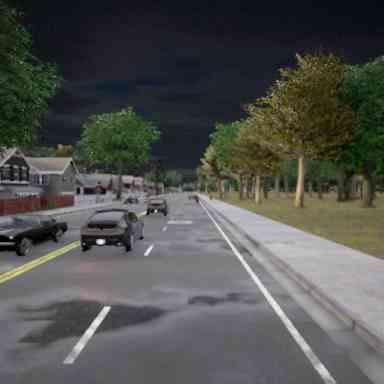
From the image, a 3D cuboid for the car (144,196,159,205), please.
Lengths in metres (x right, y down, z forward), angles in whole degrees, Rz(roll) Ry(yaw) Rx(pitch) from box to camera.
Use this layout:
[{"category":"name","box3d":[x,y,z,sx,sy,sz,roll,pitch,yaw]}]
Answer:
[{"category":"car","box3d":[-6.564,1.344,53.952,1.812,1.442,4.674,0,0,0]}]

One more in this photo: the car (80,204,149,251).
[{"category":"car","box3d":[-3.152,1.458,13.912,1.837,1.490,4.892,0,0,0]}]

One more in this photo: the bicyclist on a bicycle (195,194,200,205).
[{"category":"bicyclist on a bicycle","box3d":[0.895,1.273,53.308,0.582,1.620,1.656,0,0,0]}]

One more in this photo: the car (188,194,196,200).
[{"category":"car","box3d":[-0.001,1.241,82.848,1.812,1.442,4.674,0,0,0]}]

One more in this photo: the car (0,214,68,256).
[{"category":"car","box3d":[-6.601,1.558,12.964,1.895,1.301,4.718,0,0,0]}]

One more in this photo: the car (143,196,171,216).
[{"category":"car","box3d":[-3.150,1.399,31.439,1.837,1.490,4.892,0,0,0]}]

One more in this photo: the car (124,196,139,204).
[{"category":"car","box3d":[-9.811,1.380,54.261,1.994,1.385,4.181,0,0,0]}]

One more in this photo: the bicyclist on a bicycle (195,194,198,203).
[{"category":"bicyclist on a bicycle","box3d":[0.895,1.242,62.308,0.582,1.620,1.656,0,0,0]}]
